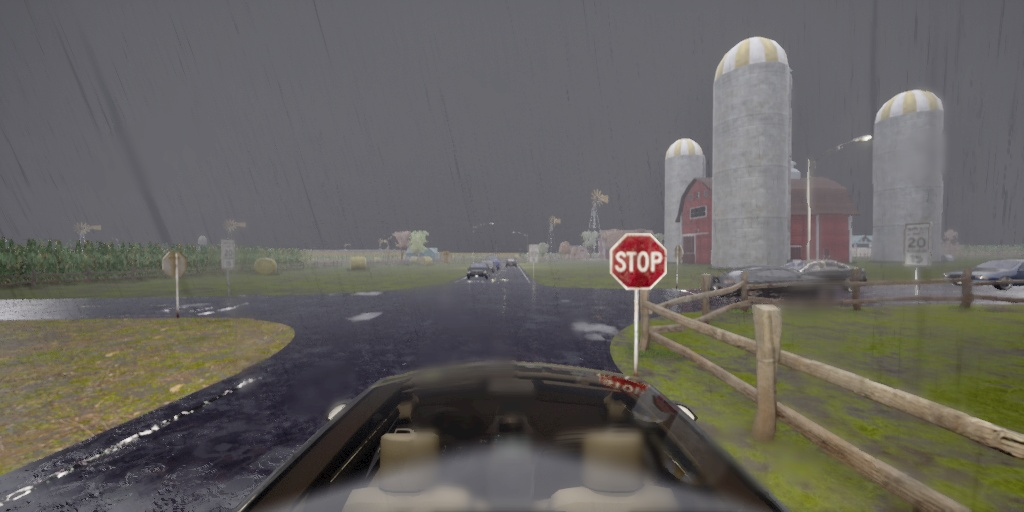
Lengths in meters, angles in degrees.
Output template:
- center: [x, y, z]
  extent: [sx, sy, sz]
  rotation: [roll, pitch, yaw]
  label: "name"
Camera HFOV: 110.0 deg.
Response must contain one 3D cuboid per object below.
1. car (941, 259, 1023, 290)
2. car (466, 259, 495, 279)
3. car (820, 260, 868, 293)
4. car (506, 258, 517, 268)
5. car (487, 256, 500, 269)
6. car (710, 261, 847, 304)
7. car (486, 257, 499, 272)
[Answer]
- center: [24.808, 0.883, 17.734]
  extent: [5.357, 1.411, 2.033]
  rotation: [-1, 1, 0]
  label: "car"
- center: [-2.914, 1.276, 32.204]
  extent: [2.033, 1.411, 5.357]
  rotation: [0, 0, 0]
  label: "car"
- center: [14.516, 0.974, 17.642]
  extent: [4.902, 1.511, 2.128]
  rotation: [-1, 1, -1]
  label: "car"
- center: [-0.129, 1.206, 61.565]
  extent: [1.882, 1.535, 5.008]
  rotation: [0, 0, 0]
  label: "car"
- center: [-2.938, 0.948, 53.142]
  extent: [2.150, 2.045, 5.566]
  rotation: [0, 0, 0]
  label: "car"
- center: [10.558, 1.113, 14.730]
  extent: [4.674, 1.442, 1.812]
  rotation: [-1, 0, -3]
  label: "car"
- center: [-2.921, 1.231, 42.504]
  extent: [1.837, 1.490, 4.892]
  rotation: [0, 0, 0]
  label: "car"
